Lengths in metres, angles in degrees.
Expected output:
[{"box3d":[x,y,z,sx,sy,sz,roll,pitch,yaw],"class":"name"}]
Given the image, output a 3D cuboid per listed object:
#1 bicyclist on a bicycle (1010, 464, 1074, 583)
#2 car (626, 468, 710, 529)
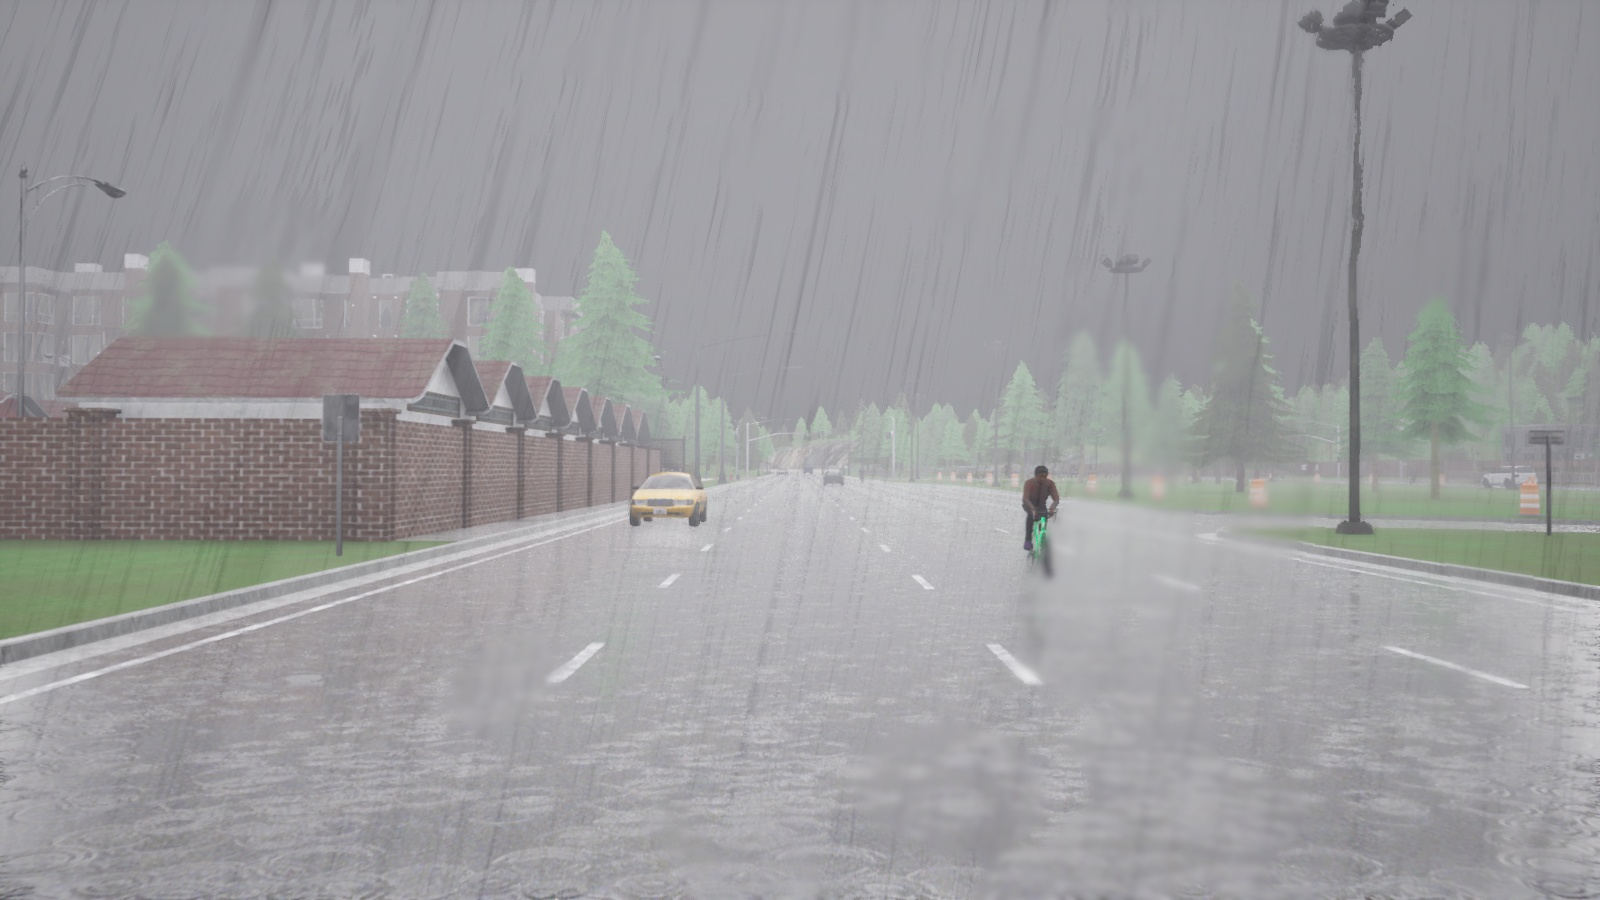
[{"box3d":[3.453,1.020,18.027,0.582,1.620,1.656,0,0,0],"class":"bicyclist on a bicycle"},{"box3d":[-3.590,1.287,35.015,1.801,1.575,5.366,0,-1,0],"class":"car"}]
